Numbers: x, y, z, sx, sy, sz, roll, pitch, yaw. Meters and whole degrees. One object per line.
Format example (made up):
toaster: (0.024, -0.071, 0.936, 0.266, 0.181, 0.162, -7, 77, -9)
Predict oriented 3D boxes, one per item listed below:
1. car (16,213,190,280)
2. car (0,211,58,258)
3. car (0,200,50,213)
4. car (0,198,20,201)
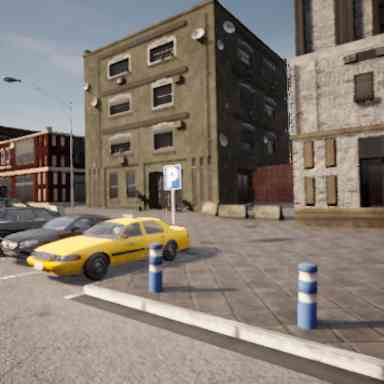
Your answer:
car: (-2.187, 1.485, 10.325, 1.946, 1.575, 5.366, 0, 0, 36)
car: (-4.313, 1.533, 12.091, 2.002, 1.452, 4.674, 0, 0, 36)
car: (-6.569, 1.375, 13.675, 2.185, 1.767, 4.553, 0, 0, 36)
car: (-8.768, 1.262, 15.337, 2.435, 2.045, 5.566, 0, 0, 36)
